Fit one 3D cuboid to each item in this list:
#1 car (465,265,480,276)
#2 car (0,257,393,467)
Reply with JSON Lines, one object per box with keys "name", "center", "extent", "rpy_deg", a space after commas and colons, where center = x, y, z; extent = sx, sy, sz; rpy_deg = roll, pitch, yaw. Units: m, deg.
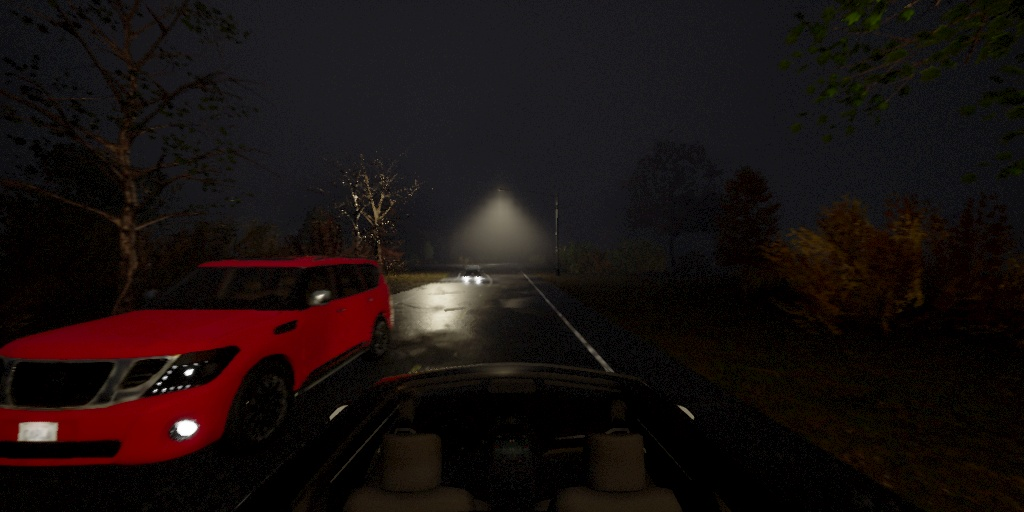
{"name": "car", "center": [-4.931, 1.825, 44.958], "extent": [1.895, 1.301, 4.718], "rpy_deg": [0, -1, -7]}
{"name": "car", "center": [-3.601, 1.017, 5.490], "extent": [2.150, 2.045, 5.566], "rpy_deg": [0, -1, 0]}
